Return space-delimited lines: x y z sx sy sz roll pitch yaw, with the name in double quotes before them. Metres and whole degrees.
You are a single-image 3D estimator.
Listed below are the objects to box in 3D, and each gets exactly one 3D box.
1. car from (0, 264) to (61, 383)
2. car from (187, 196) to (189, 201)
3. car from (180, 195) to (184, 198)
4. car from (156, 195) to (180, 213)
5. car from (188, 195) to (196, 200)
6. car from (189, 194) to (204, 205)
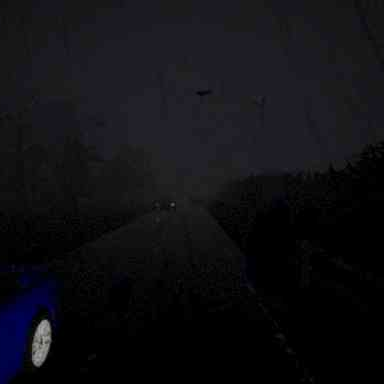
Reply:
"car" -2.839 1.480 2.785 1.882 1.535 5.008 0 0 0
"car" 0.024 1.194 75.052 2.097 1.767 4.553 0 0 0
"car" -2.726 1.224 78.398 1.812 1.442 4.674 0 0 0
"car" -2.831 1.350 37.191 2.097 1.767 4.553 0 0 0
"car" 0.030 1.346 88.189 1.895 1.301 4.718 0 0 0
"car" 0.919 1.325 56.943 2.097 1.767 4.553 0 0 1
